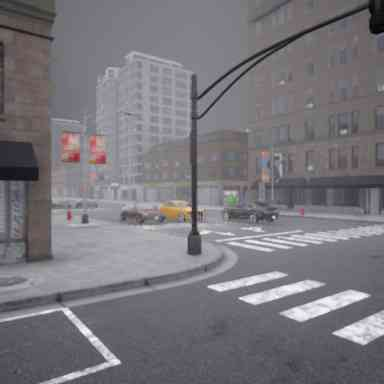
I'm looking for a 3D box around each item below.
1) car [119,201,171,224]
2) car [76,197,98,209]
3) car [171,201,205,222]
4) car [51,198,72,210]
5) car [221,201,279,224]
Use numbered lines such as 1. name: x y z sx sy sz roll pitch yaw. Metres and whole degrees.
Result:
1. car: -3.771 1.485 24.423 1.812 1.442 4.674 0 0 -36
2. car: -14.092 1.444 44.294 1.812 1.442 4.674 0 0 -36
3. car: -0.962 1.430 26.051 1.882 1.535 5.008 0 0 -36
4. car: -16.948 1.451 42.695 1.812 1.442 4.674 0 0 -36
5. car: 4.202 1.455 24.760 1.837 1.490 4.892 0 0 -35
